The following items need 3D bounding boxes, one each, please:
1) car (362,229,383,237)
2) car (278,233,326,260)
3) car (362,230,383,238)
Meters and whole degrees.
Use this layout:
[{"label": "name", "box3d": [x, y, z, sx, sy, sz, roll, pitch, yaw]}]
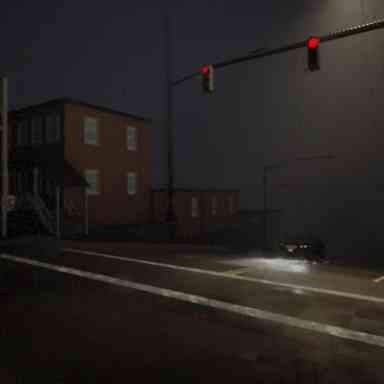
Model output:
[{"label": "car", "box3d": [40.912, 9.262, 75.294, 1.853, 1.218, 4.536, 0, 0, -11]}, {"label": "car", "box3d": [7.018, 3.375, 20.905, 2.128, 1.511, 4.902, -1, -8, 36]}, {"label": "car", "box3d": [40.923, 9.419, 75.242, 2.038, 1.542, 4.974, 0, 0, -11]}]
